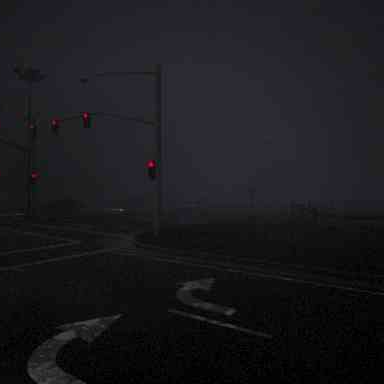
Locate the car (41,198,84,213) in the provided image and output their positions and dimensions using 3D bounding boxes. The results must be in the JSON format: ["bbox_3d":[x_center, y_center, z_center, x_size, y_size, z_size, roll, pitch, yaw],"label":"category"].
[{"bbox_3d":[-14.636,1.491,37.926,2.128,1.511,4.902,0,0,36],"label":"car"}]

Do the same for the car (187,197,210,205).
[{"bbox_3d":[1.302,1.547,60.627,2.033,1.411,5.357,0,0,35],"label":"car"}]

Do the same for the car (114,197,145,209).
[{"bbox_3d":[-8.656,1.505,46.422,1.837,1.490,4.892,0,0,35],"label":"car"}]
